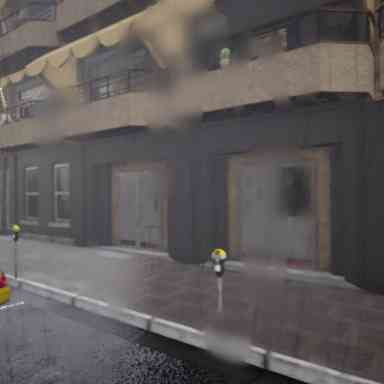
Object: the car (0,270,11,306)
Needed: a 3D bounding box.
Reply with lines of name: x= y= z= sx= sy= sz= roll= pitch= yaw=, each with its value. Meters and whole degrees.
car: x=-5.456 y=1.509 z=6.599 sx=4.829 sy=1.417 sz=1.752 roll=0 pitch=-1 yaw=35
